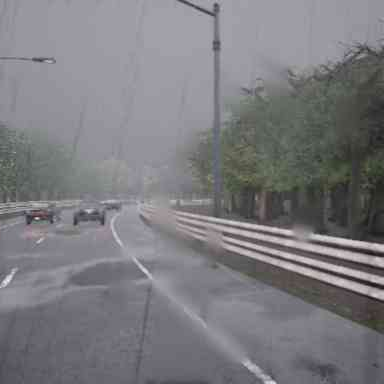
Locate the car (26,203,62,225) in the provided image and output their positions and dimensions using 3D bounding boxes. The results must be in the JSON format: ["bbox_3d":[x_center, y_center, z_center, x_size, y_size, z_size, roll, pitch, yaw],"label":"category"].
[{"bbox_3d":[-11.200,1.585,25.359,1.837,1.490,4.892,-1,0,-12],"label":"car"}]

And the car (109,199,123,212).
[{"bbox_3d":[-10.189,1.692,42.960,1.882,1.535,5.008,0,0,-4],"label":"car"}]

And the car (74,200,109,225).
[{"bbox_3d":[-7.508,1.406,24.829,2.097,1.767,4.553,0,0,-13],"label":"car"}]
